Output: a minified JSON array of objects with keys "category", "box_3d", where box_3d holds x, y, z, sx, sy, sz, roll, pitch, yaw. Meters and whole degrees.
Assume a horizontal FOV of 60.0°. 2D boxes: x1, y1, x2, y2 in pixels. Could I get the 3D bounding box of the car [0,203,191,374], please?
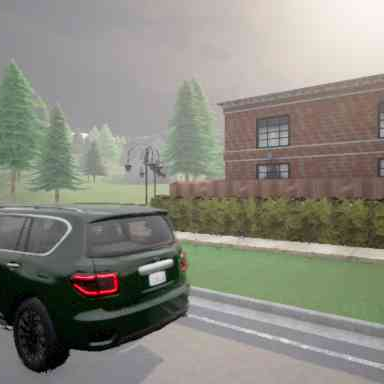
[{"category":"car","box_3d":[-2.623,1.220,5.863,5.566,2.045,2.150,0,0,36]}]
